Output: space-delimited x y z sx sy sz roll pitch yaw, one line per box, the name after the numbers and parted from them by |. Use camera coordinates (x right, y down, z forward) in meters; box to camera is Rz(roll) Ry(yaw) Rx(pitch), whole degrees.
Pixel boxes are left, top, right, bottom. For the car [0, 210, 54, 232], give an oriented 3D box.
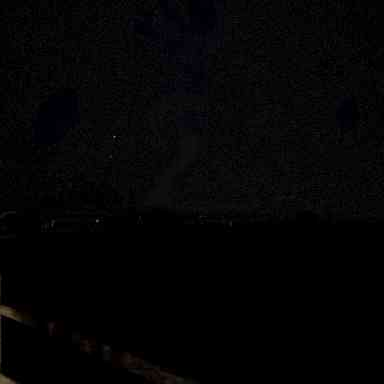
-12.430 2.058 23.964 1.837 1.490 4.892 0 -2 34 | car

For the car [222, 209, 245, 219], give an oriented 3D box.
6.322 3.374 50.195 1.837 1.490 4.892 0 -1 36 | car

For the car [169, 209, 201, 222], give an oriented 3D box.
-0.775 2.856 40.354 2.128 1.511 4.902 0 -2 36 | car

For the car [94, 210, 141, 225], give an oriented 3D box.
-7.010 2.418 31.641 2.128 1.511 4.902 0 -2 35 | car
